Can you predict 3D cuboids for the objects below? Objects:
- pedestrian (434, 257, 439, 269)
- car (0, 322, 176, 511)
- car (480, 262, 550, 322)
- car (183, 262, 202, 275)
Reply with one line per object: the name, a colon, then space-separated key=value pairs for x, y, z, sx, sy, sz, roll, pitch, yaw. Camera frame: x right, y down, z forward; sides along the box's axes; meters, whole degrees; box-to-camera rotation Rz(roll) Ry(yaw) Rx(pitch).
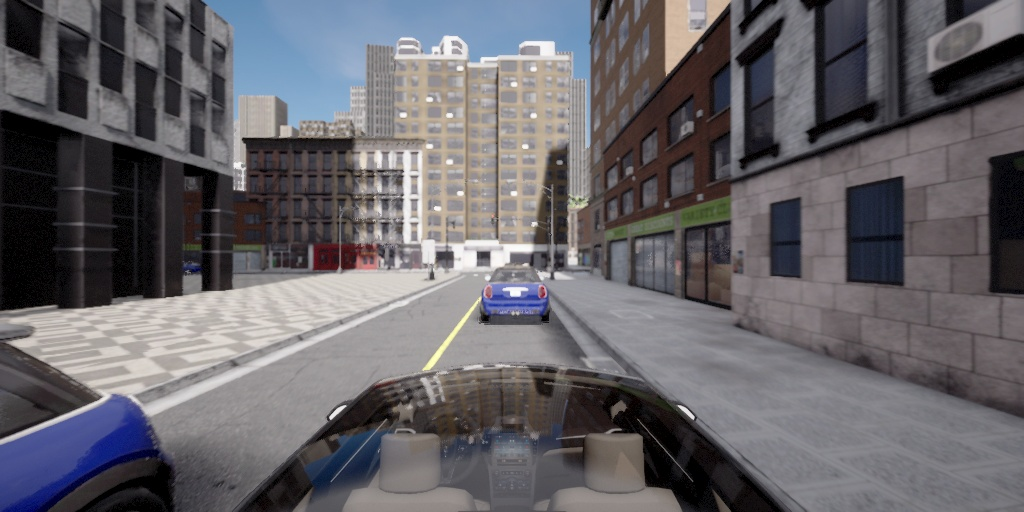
pedestrian: x=-10.165 y=0.982 z=48.180 sx=0.375 sy=1.860 sz=0.375 roll=0 pitch=0 yaw=-1
car: x=-3.101 y=1.101 z=0.210 sx=2.097 sy=1.767 sz=4.553 roll=0 pitch=0 yaw=0
car: x=0.097 y=1.107 z=12.501 sx=2.097 sy=1.767 sz=4.553 roll=0 pitch=0 yaw=0
car: x=-40.914 y=1.514 z=44.665 sx=5.008 sy=1.535 sz=1.882 roll=0 pitch=0 yaw=0
